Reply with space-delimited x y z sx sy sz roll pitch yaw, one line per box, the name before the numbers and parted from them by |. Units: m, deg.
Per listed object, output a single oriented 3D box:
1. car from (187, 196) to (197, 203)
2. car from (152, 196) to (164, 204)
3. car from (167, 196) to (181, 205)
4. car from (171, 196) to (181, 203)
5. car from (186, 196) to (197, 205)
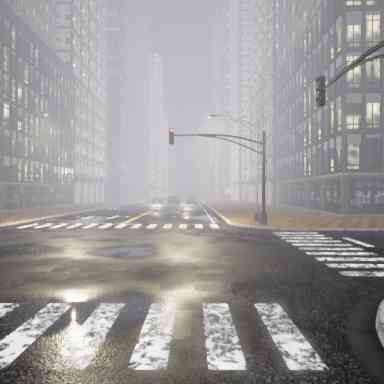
car | -0.059 1.540 70.469 1.994 1.385 4.181 0 0 0
car | -6.554 1.607 64.214 2.128 1.511 4.902 0 0 0
car | -3.300 1.452 60.019 2.097 1.767 4.553 0 0 0
car | -3.309 1.565 70.080 1.895 1.301 4.718 0 0 0
car | -0.050 1.703 60.497 1.895 1.301 4.718 0 0 0
